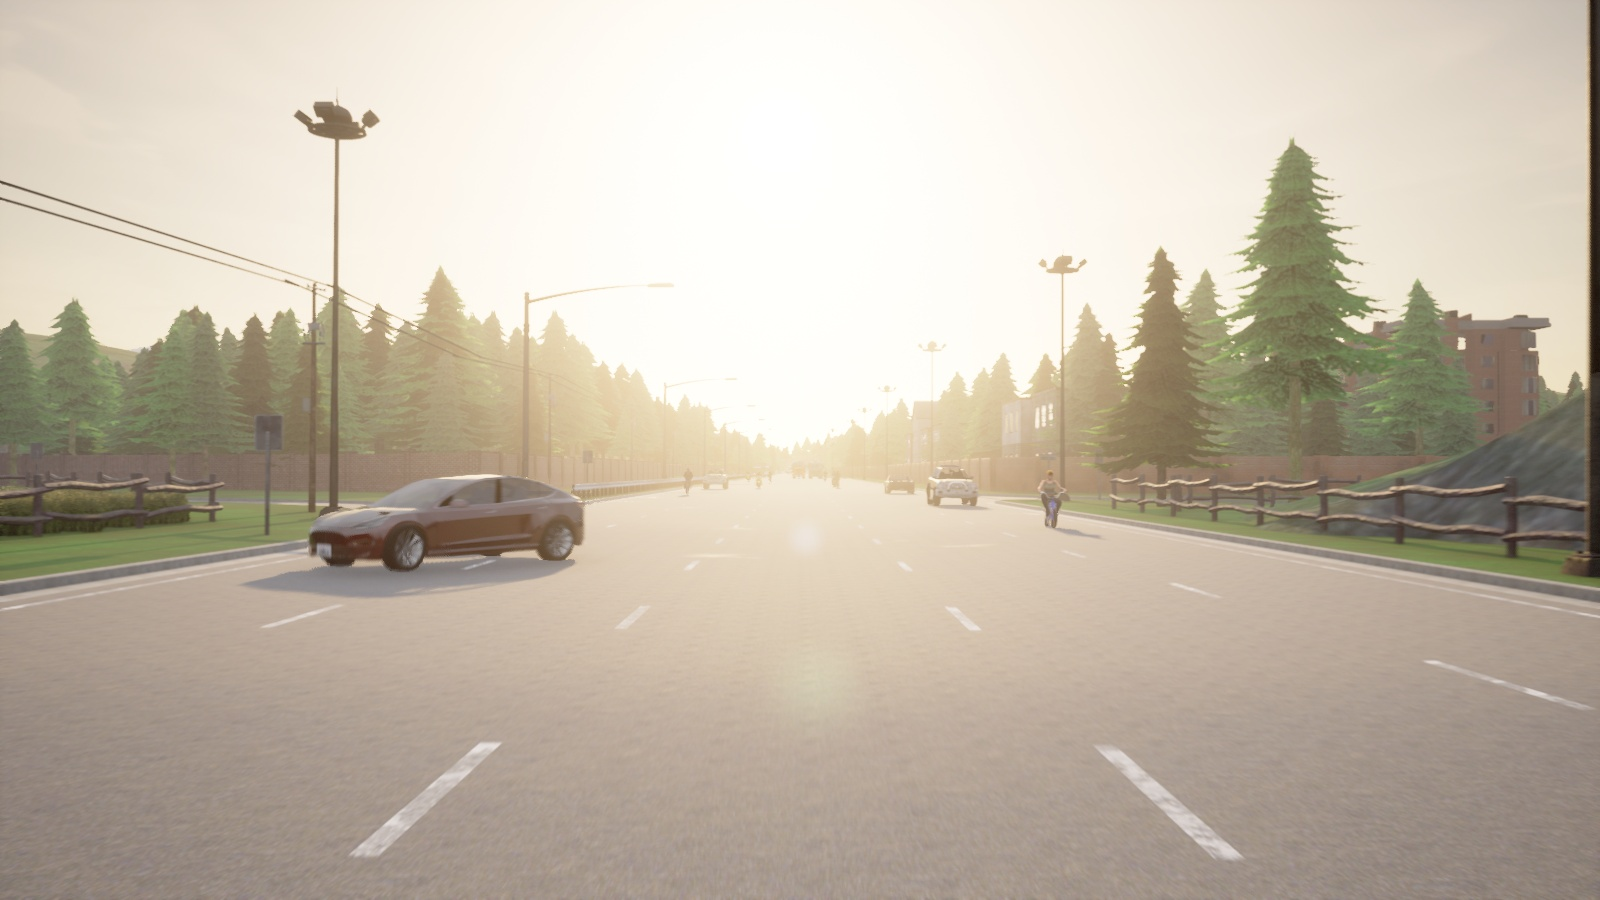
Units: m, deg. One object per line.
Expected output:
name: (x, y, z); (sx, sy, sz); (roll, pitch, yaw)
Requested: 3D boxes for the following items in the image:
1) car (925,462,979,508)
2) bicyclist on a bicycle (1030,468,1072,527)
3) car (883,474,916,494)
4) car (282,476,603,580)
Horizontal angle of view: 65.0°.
car: (6.938, 1.558, 57.723); (1.932, 1.855, 4.605); (0, 2, 0)
bicyclist on a bicycle: (6.967, 1.307, 34.947); (0.866, 1.612, 1.509); (0, -1, 0)
car: (6.907, 2.350, 87.448); (1.895, 1.301, 4.718); (0, -1, 0)
car: (-5.798, 1.189, 20.920); (2.163, 1.488, 4.792); (-1, -1, 38)
